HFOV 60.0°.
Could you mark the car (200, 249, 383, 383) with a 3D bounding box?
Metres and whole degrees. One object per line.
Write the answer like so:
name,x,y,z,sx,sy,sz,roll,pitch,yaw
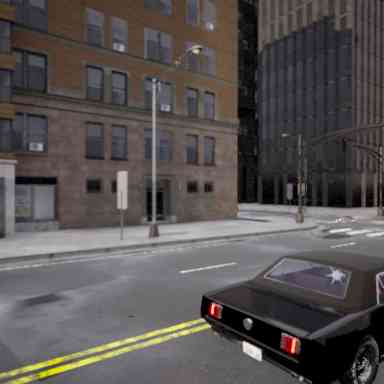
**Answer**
car,2.527,1.607,5.241,4.718,1.301,1.895,0,0,-35
